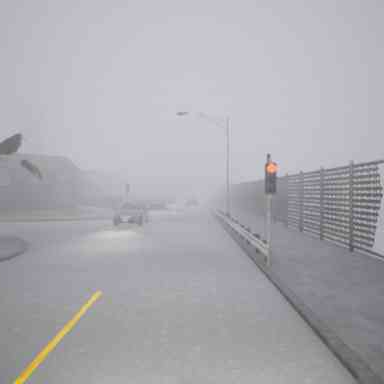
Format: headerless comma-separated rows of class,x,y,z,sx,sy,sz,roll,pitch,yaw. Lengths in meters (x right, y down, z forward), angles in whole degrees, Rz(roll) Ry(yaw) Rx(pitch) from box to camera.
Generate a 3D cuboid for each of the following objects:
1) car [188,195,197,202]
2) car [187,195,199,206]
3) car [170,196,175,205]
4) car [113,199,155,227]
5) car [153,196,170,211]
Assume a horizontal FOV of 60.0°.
car,0.017,1.484,78.673,2.033,1.411,5.357,0,0,0
car,0.113,1.508,55.728,2.033,1.411,5.357,0,0,0
car,-4.065,1.436,58.829,1.882,1.535,5.008,0,0,0
car,-4.092,1.475,22.894,2.128,1.511,4.902,0,0,0
car,-4.087,1.449,40.699,1.882,1.535,5.008,0,0,0
